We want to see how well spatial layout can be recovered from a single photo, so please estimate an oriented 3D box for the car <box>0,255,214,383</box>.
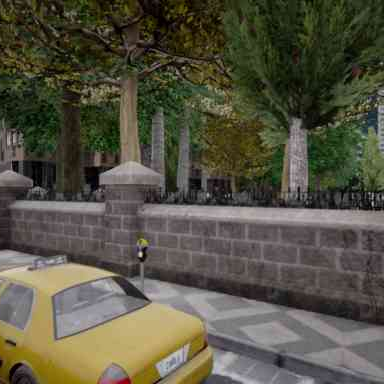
[{"bbox_3d":[-2.052,1.525,4.419,4.829,1.417,1.752,0,0,35],"label":"car"}]
